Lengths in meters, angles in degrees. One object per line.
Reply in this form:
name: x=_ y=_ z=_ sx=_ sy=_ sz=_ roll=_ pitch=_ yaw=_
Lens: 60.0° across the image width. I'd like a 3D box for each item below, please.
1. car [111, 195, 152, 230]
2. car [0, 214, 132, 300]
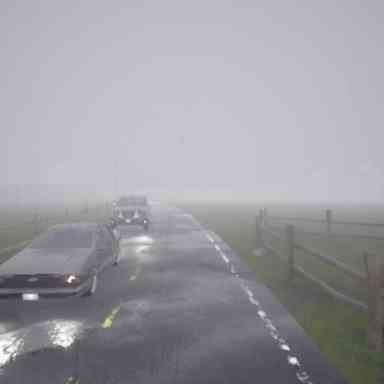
car: x=-3.705 y=1.214 z=21.119 sx=2.150 sy=2.045 sz=5.566 roll=0 pitch=0 yaw=-4
car: x=-3.074 y=1.551 z=8.802 sx=2.033 sy=1.411 sz=5.357 roll=0 pitch=0 yaw=-2
